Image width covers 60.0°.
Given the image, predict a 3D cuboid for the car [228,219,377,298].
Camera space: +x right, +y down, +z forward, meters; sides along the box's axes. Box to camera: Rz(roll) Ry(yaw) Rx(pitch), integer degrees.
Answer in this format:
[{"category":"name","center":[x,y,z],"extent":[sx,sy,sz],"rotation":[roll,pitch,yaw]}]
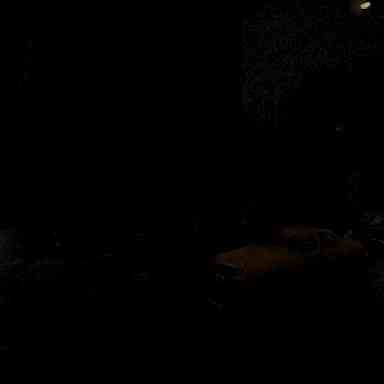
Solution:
[{"category":"car","center":[2.549,1.526,8.481],"extent":[4.829,1.417,1.752],"rotation":[0,0,-36]}]

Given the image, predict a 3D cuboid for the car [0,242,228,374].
[{"category":"car","center":[-1.734,1.566,5.415],"extent":[4.313,1.339,1.947],"rotation":[0,0,-36]}]

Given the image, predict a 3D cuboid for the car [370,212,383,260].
[{"category":"car","center":[7.109,1.441,11.745],"extent":[4.097,1.590,1.967],"rotation":[0,0,-36]}]
